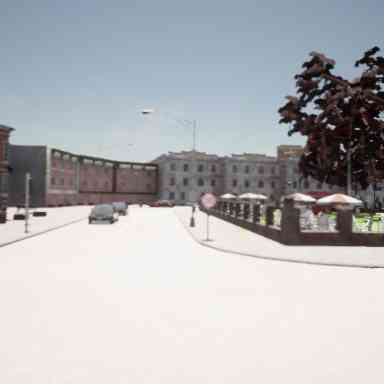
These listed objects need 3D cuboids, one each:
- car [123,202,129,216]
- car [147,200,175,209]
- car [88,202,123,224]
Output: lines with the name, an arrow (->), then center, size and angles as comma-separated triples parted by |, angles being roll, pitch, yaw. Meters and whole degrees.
car -> -7.671, 1.726, 35.106 | 2.033, 1.411, 5.357 | 1, -1, -6
car -> -5.162, 2.029, 55.017 | 4.718, 1.301, 1.895 | 2, -1, -42
car -> -6.777, 1.634, 25.928 | 1.812, 1.442, 4.674 | 1, -1, -5
